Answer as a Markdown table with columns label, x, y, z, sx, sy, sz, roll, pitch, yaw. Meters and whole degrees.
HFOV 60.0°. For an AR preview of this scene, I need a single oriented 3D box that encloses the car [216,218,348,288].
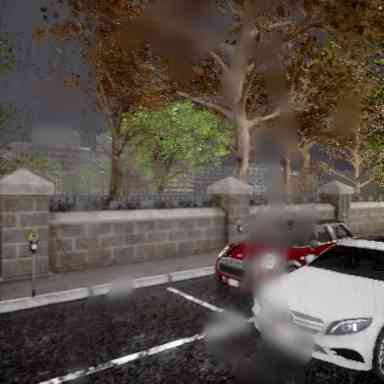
| label | x | y | z | sx | sy | sz | roll | pitch | yaw |
| --- | --- | --- | --- | --- | --- | --- | --- | --- | --- |
| car | 2.530 | 1.445 | 8.369 | 4.097 | 1.590 | 1.967 | 0 | 0 | -36 |

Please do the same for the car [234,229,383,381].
| label | x | y | z | sx | sy | sz | roll | pitch | yaw |
| --- | --- | --- | --- | --- | --- | --- | --- | --- | --- |
| car | 3.096 | 1.529 | 5.580 | 4.674 | 1.442 | 1.812 | 0 | 0 | -35 |
